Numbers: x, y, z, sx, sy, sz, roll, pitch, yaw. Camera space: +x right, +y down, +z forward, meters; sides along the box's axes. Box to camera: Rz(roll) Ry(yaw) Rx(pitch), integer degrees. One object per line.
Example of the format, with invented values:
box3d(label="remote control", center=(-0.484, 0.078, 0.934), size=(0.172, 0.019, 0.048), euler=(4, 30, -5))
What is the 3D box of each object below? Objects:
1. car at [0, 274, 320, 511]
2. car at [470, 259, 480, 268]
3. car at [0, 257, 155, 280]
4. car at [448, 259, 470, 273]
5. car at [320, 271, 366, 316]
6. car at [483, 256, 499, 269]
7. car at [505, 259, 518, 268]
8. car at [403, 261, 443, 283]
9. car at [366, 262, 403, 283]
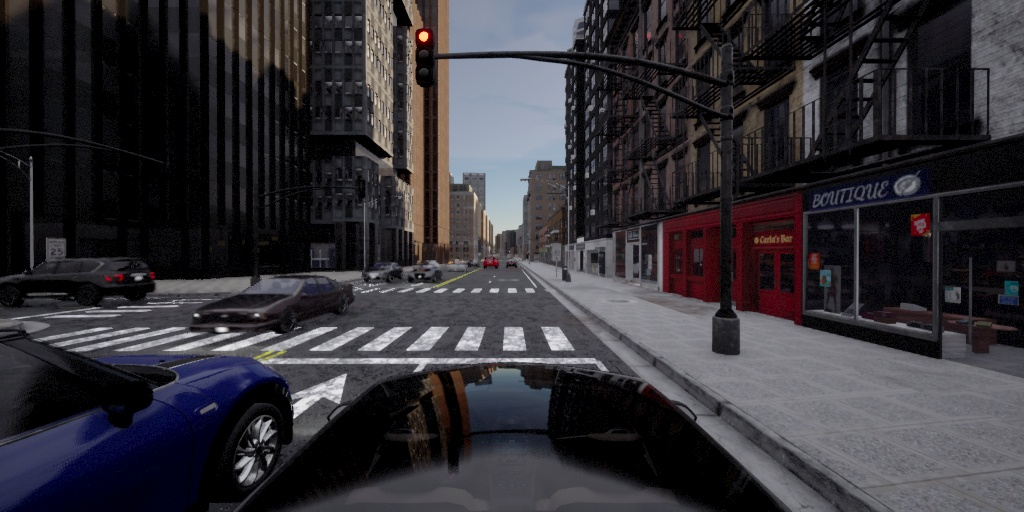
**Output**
box3d(label="car", center=(-3.145, 1.102, 1.592), size=(2.097, 1.767, 4.553), euler=(0, 0, 0))
box3d(label="car", center=(-6.686, 1.281, 63.014), size=(1.882, 1.535, 5.008), euler=(0, 0, 0))
box3d(label="car", center=(-19.271, 1.109, 15.987), size=(5.566, 2.045, 2.150), euler=(-1, 1, 1))
box3d(label="car", center=(-6.722, 1.363, 44.645), size=(1.895, 1.301, 4.718), euler=(0, 0, 0))
box3d(label="car", center=(-6.626, 1.298, 10.846), size=(2.033, 1.411, 5.357), euler=(0, 0, 0))
box3d(label="car", center=(-3.420, 0.988, 58.051), size=(2.150, 2.045, 5.566), euler=(0, 0, 0))
box3d(label="car", center=(-0.083, 1.272, 61.835), size=(1.837, 1.490, 4.892), euler=(0, 0, 0))
box3d(label="car", center=(-6.678, 1.320, 27.944), size=(1.994, 1.385, 4.181), euler=(0, 0, 0))
box3d(label="car", center=(-9.928, 1.248, 28.116), size=(2.128, 1.511, 4.902), euler=(0, 0, 0))
